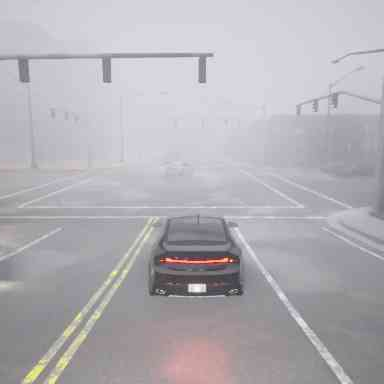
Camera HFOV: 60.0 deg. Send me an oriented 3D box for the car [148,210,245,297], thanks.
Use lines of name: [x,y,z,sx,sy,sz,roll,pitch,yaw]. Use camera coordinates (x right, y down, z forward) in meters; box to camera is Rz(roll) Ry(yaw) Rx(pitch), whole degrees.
car: [0.082,1.203,7.996,1.837,1.490,4.892,0,4,0]

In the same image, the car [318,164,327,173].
car: [16.320,-2.727,36.259,4.902,1.511,2.128,0,9,0]

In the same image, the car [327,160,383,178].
car: [16.683,-2.140,32.809,5.357,1.411,2.033,0,9,2]

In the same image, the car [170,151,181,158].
car: [-3.492,-6.634,60.791,2.097,1.767,4.553,0,9,0]

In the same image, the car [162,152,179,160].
car: [-3.534,-4.880,50.660,2.033,1.411,5.357,0,9,0]

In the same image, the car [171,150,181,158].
car: [-3.412,-8.072,70.968,1.882,1.535,5.008,0,9,0]

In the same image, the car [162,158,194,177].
car: [-1.322,-2.404,34.409,1.812,1.442,4.674,4,9,20]

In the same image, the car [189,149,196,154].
car: [0.112,-10.966,90.285,1.994,1.385,4.181,0,9,0]
